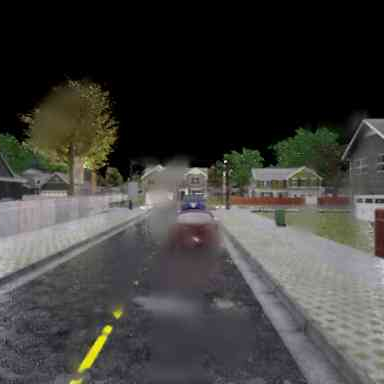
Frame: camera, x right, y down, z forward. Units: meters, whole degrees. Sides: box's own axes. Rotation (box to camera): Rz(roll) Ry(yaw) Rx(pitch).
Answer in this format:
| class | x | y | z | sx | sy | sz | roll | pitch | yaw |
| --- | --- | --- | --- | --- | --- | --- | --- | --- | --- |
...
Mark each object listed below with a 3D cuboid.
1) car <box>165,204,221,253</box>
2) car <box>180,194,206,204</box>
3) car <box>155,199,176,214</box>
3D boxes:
| class | x | y | z | sx | sy | sz | roll | pitch | yaw |
| --- | --- | --- | --- | --- | --- | --- | --- | --- | --- |
| car | 0.099 | 1.480 | 13.817 | 1.882 | 1.535 | 5.008 | 0 | 0 | 0 |
| car | 0.102 | 1.224 | 29.932 | 2.150 | 2.045 | 5.566 | 0 | 0 | 0 |
| car | -2.756 | 1.513 | 34.814 | 1.837 | 1.490 | 4.892 | 0 | 0 | 0 |
